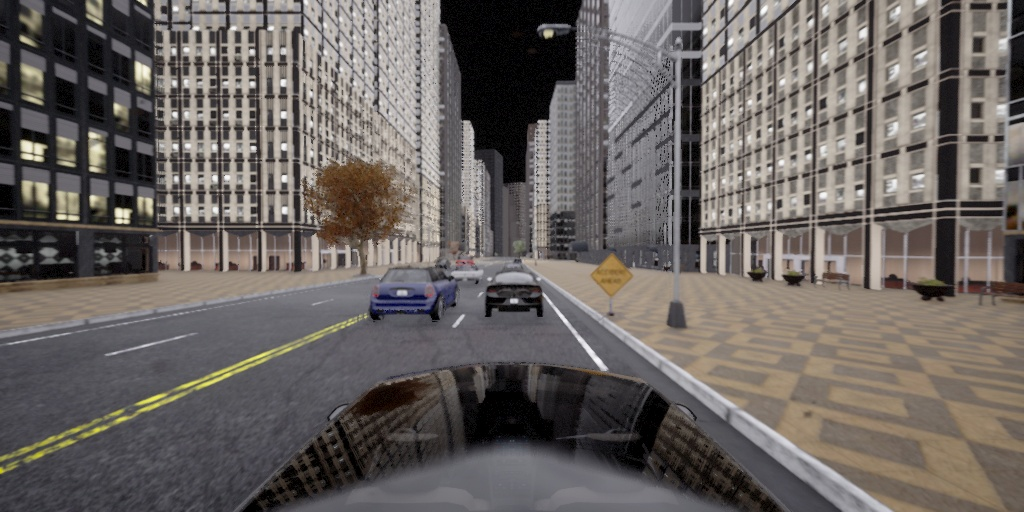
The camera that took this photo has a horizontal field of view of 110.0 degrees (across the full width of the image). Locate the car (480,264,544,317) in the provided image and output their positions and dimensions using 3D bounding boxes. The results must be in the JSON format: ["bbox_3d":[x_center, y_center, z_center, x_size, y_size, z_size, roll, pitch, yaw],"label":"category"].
[{"bbox_3d":[0.078,1.208,13.170,1.882,1.535,5.008,0,0,0],"label":"car"}]

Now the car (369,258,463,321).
[{"bbox_3d":[-3.175,1.084,12.528,2.097,1.767,4.553,0,0,0],"label":"car"}]

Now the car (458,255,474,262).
[{"bbox_3d":[-6.559,0.891,50.205,2.150,2.045,5.566,0,0,0],"label":"car"}]

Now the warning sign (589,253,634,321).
[{"bbox_3d":[2.853,0.850,10.391,1.300,1.860,1.060,0,0,0],"label":"warning sign"}]

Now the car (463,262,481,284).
[{"bbox_3d":[-3.177,1.310,26.478,1.895,1.301,4.718,0,0,0],"label":"car"}]

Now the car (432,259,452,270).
[{"bbox_3d":[-9.806,1.172,50.661,1.837,1.490,4.892,0,1,0],"label":"car"}]

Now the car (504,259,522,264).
[{"bbox_3d":[0.083,1.198,27.984,2.128,1.511,4.902,0,0,0],"label":"car"}]
